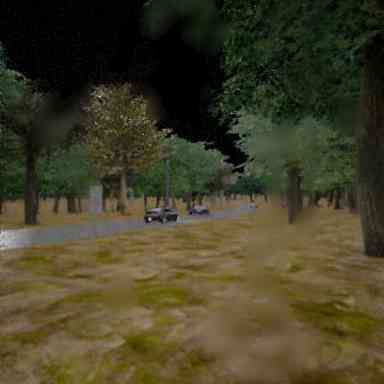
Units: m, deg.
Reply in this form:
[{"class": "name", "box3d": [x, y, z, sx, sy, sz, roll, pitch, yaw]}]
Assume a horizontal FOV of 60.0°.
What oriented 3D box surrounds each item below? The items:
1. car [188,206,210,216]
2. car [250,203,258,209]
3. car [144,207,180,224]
[{"class": "car", "box3d": [1.157, 2.719, 49.383, 2.033, 1.411, 5.357, 1, -1, 21]}, {"class": "car", "box3d": [16.784, 3.788, 90.752, 1.994, 1.385, 4.181, 1, -1, 13]}, {"class": "car", "box3d": [-2.744, 2.185, 31.374, 1.837, 1.490, 4.892, 1, -1, 23]}]
